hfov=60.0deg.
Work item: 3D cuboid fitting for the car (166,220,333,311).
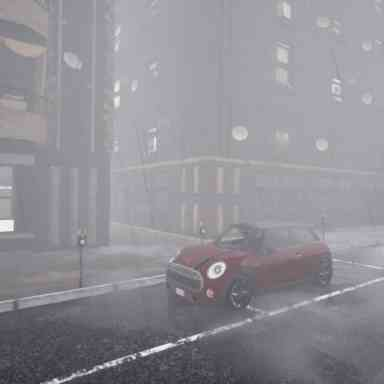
[{"bbox_3d":[1.390,1.442,7.697,4.097,1.590,1.967,0,1,-36],"label":"car"}]
